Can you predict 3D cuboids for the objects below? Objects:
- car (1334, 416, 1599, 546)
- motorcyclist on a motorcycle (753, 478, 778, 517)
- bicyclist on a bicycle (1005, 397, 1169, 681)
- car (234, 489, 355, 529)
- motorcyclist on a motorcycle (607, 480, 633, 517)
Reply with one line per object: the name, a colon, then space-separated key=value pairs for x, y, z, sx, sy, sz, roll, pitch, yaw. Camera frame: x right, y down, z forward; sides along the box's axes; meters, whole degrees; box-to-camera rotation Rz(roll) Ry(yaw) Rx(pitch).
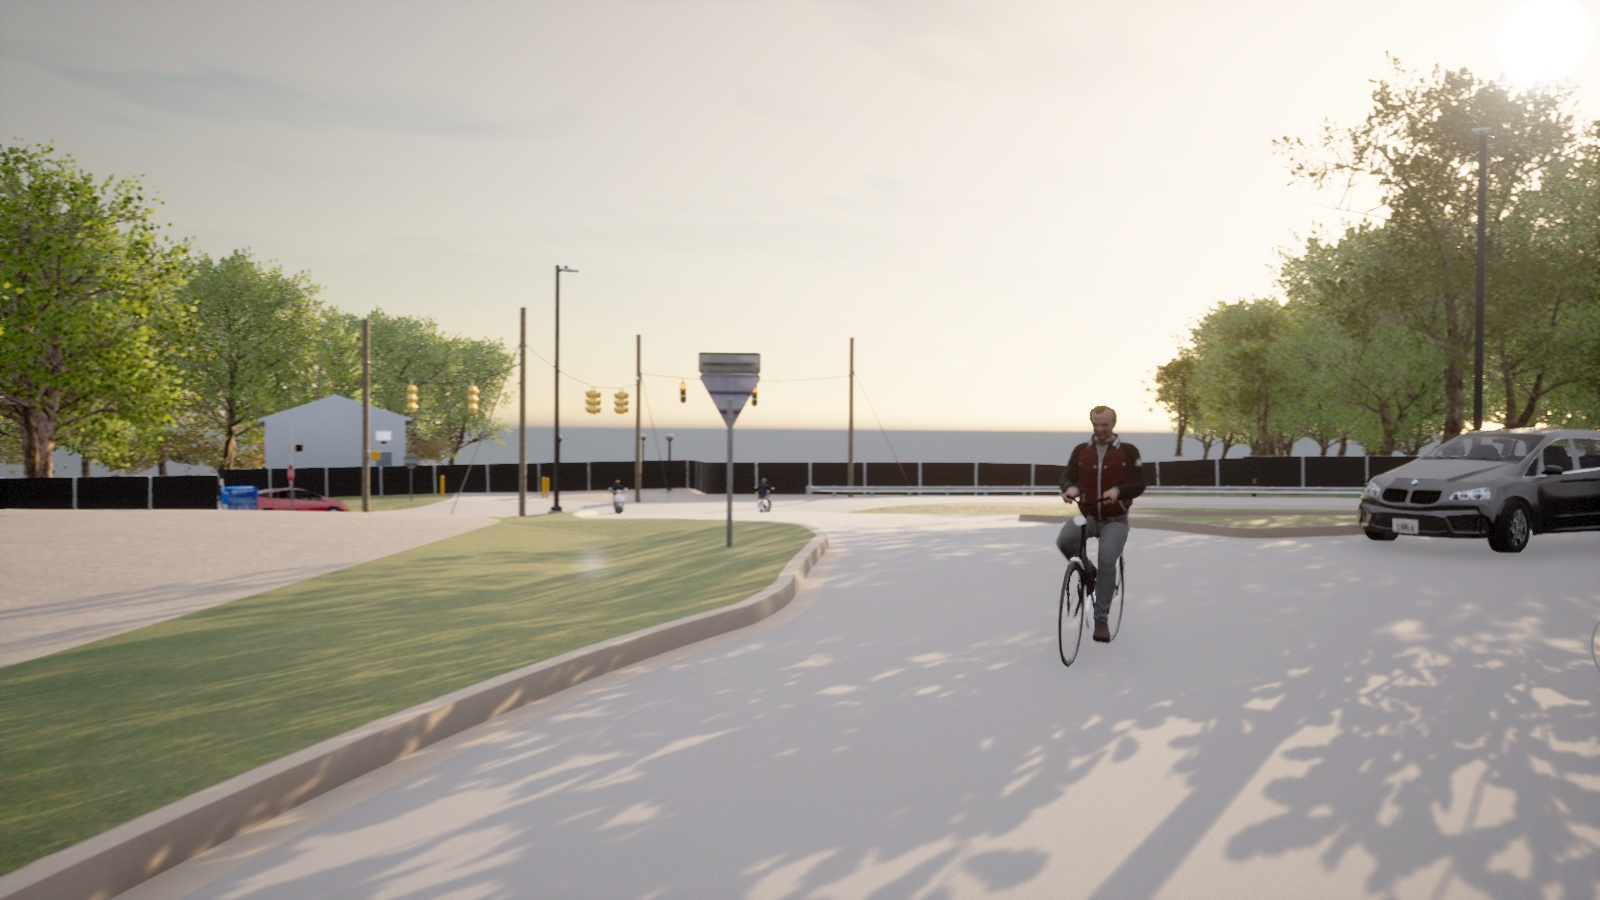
car: x=10.260 y=0.363 z=18.181 sx=4.611 sy=1.667 sz=2.242 roll=-1 pitch=1 yaw=-28
motorcyclist on a motorcycle: x=-1.489 y=2.018 z=54.183 sx=0.866 sy=1.590 sz=1.817 roll=0 pitch=1 yaw=6
bicyclist on a bicycle: x=2.061 y=0.545 z=8.829 sx=0.659 sy=1.776 sz=1.843 roll=1 pitch=1 yaw=27
car: x=-22.038 y=2.530 z=54.848 sx=4.514 sy=1.525 sz=2.007 roll=0 pitch=1 yaw=-39
motorcyclist on a motorcycle: x=-8.309 y=2.220 z=57.919 sx=0.866 sy=1.590 sz=1.817 roll=-2 pitch=0 yaw=-16
